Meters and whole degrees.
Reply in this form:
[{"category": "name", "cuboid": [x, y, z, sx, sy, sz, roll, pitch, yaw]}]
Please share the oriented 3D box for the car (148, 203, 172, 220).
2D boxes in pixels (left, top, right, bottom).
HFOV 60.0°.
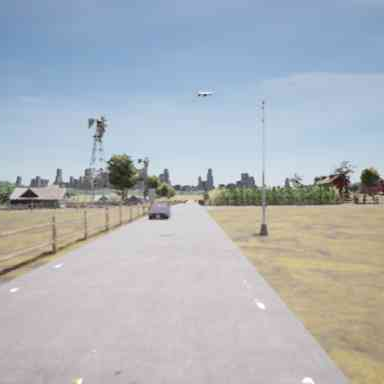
[{"category": "car", "cuboid": [-2.830, 1.747, 30.437, 2.033, 1.411, 5.357, 0, -1, 0]}]
